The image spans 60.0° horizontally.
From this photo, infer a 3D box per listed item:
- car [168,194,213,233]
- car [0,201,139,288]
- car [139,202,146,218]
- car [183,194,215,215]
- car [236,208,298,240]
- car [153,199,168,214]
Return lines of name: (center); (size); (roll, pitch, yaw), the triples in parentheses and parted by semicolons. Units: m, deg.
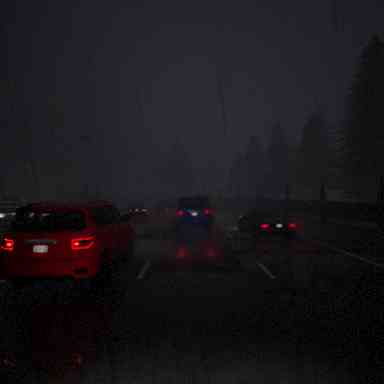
car: (-0.109, 1.252, 19.971); (2.150, 2.045, 5.566); (-1, 0, -5)
car: (-3.133, 1.272, 9.570); (2.150, 2.045, 5.566); (-1, 0, 0)
car: (-5.357, 1.655, 31.685); (2.033, 1.411, 5.357); (-1, 0, -12)
car: (0.649, 1.267, 36.644); (2.150, 2.045, 5.566); (-1, 0, -14)
car: (3.642, 1.530, 17.009); (2.033, 1.411, 5.357); (-1, 0, -4)
car: (-3.216, 1.596, 37.506); (1.837, 1.490, 4.892); (-1, 0, -14)
